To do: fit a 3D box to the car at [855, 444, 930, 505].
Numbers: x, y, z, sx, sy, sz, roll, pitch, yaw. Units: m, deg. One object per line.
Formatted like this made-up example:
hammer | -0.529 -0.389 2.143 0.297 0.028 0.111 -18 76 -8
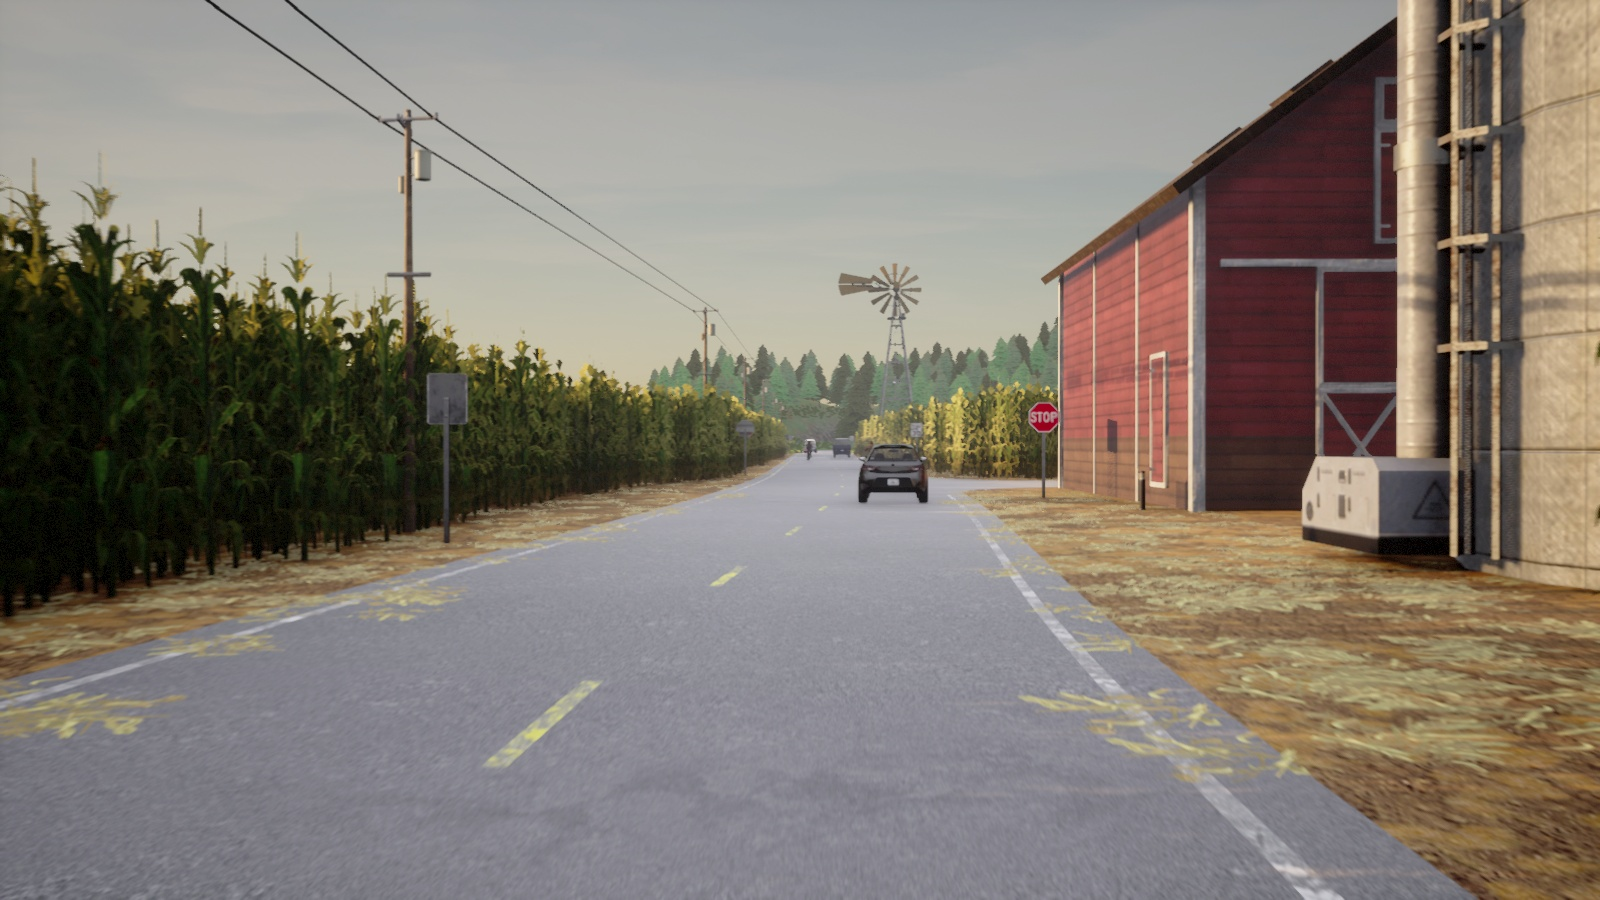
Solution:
car | 2.392 0.579 32.473 1.816 1.474 4.193 0 0 4
